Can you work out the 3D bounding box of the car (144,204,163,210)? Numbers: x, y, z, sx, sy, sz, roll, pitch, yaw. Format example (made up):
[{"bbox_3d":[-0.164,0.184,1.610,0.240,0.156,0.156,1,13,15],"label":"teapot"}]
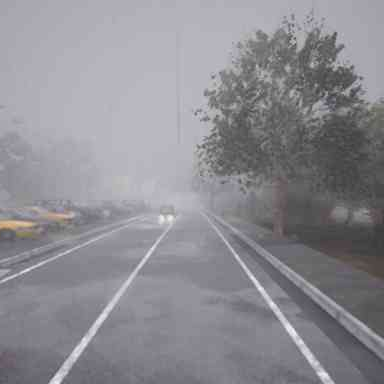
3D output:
[{"bbox_3d":[-10.294,4.016,88.352,4.792,1.488,2.163,0,-2,0],"label":"car"}]

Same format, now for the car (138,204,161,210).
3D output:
[{"bbox_3d":[-10.140,3.632,80.032,5.366,1.575,1.946,0,-2,0],"label":"car"}]

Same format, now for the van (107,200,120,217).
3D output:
[{"bbox_3d":[-10.453,1.834,35.667,4.442,1.987,1.878,0,-1,0],"label":"van"}]

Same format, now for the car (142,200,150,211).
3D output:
[{"bbox_3d":[-10.360,2.330,55.079,5.566,2.045,2.435,0,-2,0],"label":"car"}]

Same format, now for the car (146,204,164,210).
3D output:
[{"bbox_3d":[-10.352,4.250,93.899,4.792,1.488,2.163,0,-2,0],"label":"car"}]

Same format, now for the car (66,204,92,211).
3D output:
[{"bbox_3d":[-23.406,3.213,69.059,4.674,1.452,2.002,0,-2,0],"label":"car"}]

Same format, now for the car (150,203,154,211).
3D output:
[{"bbox_3d":[-10.324,2.932,63.389,5.008,1.535,2.097,0,-2,0],"label":"car"}]

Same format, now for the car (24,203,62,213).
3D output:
[{"bbox_3d":[-23.417,2.499,52.472,5.008,1.535,2.097,0,-1,0],"label":"car"}]

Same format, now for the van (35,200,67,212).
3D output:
[{"bbox_3d":[-23.295,2.357,55.098,4.442,1.987,1.878,0,-2,0],"label":"van"}]

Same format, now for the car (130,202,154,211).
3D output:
[{"bbox_3d":[-10.297,3.041,68.942,4.553,1.767,2.185,0,-2,0],"label":"car"}]

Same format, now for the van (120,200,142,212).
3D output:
[{"bbox_3d":[-10.216,2.196,49.544,4.442,1.987,1.878,0,-2,0],"label":"van"}]

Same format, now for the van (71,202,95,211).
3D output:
[{"bbox_3d":[-23.524,3.059,71.712,4.442,1.987,1.878,0,-2,0],"label":"van"}]

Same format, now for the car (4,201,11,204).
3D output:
[{"bbox_3d":[-23.410,2.138,38.627,5.008,1.535,2.097,0,-2,0],"label":"car"}]

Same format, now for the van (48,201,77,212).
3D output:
[{"bbox_3d":[-23.527,2.591,60.641,4.442,1.987,1.878,0,-2,0],"label":"van"}]

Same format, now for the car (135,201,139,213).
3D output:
[{"bbox_3d":[-10.336,2.389,46.762,4.674,1.452,2.002,0,-1,0],"label":"car"}]

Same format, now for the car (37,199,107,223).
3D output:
[{"bbox_3d":[-10.310,1.591,27.343,5.566,2.045,2.435,0,-1,0],"label":"car"}]

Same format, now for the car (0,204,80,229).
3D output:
[{"bbox_3d":[-10.346,1.707,21.789,5.008,1.535,2.097,0,-1,0],"label":"car"}]

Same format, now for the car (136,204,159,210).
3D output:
[{"bbox_3d":[-10.333,3.519,77.258,4.892,1.521,2.231,0,-2,0],"label":"car"}]

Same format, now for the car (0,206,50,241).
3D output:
[{"bbox_3d":[-10.155,1.599,16.249,5.366,1.575,1.946,0,-1,0],"label":"car"}]

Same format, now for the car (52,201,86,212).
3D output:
[{"bbox_3d":[-23.381,2.683,63.410,5.566,2.045,2.435,0,-2,0],"label":"car"}]

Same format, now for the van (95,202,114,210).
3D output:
[{"bbox_3d":[-23.287,3.765,88.444,4.442,1.987,1.878,0,-2,0],"label":"van"}]

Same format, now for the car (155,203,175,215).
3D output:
[{"bbox_3d":[-3.347,2.313,44.523,2.128,1.511,4.902,0,-2,0],"label":"car"}]

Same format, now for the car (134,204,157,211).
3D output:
[{"bbox_3d":[-10.321,3.402,74.484,4.892,1.521,2.231,0,-2,0],"label":"car"}]

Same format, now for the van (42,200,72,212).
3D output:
[{"bbox_3d":[-23.527,2.480,57.999,4.442,1.987,1.878,0,-2,0],"label":"van"}]

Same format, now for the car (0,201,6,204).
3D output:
[{"bbox_3d":[-23.411,2.062,35.732,5.008,1.535,2.097,0,-1,0],"label":"car"}]

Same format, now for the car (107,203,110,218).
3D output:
[{"bbox_3d":[-10.367,1.944,30.111,4.792,1.488,2.163,0,-1,0],"label":"car"}]

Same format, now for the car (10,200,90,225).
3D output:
[{"bbox_3d":[-10.370,1.647,24.568,4.553,1.767,2.185,0,-1,0],"label":"car"}]

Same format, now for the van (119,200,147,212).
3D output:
[{"bbox_3d":[-10.214,2.473,57.851,4.442,1.987,1.878,0,-2,0],"label":"van"}]

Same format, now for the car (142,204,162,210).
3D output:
[{"bbox_3d":[-10.295,3.898,85.578,4.792,1.488,2.163,0,-2,0],"label":"car"}]

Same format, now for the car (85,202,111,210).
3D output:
[{"bbox_3d":[-23.377,3.506,82.910,5.566,2.045,2.435,0,-2,0],"label":"car"}]

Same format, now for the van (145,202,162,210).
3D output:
[{"bbox_3d":[-10.440,3.877,91.136,4.442,1.987,1.878,0,-2,0],"label":"van"}]

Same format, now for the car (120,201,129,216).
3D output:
[{"bbox_3d":[-10.341,2.132,38.437,5.008,1.535,2.097,0,-1,0],"label":"car"}]

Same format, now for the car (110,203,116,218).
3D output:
[{"bbox_3d":[-10.339,2.027,32.885,4.674,1.452,2.002,0,-1,0],"label":"car"}]

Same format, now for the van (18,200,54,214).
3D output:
[{"bbox_3d":[-23.296,2.201,49.709,4.442,1.987,1.878,0,-1,0],"label":"van"}]

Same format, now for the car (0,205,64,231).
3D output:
[{"bbox_3d":[-10.345,1.652,19.018,4.892,1.521,2.231,0,-1,0],"label":"car"}]

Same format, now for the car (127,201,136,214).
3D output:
[{"bbox_3d":[-10.304,2.306,43.985,4.792,1.488,2.163,0,-2,0],"label":"car"}]

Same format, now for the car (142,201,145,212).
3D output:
[{"bbox_3d":[-10.361,2.524,52.318,4.792,1.488,2.163,0,-2,0],"label":"car"}]
